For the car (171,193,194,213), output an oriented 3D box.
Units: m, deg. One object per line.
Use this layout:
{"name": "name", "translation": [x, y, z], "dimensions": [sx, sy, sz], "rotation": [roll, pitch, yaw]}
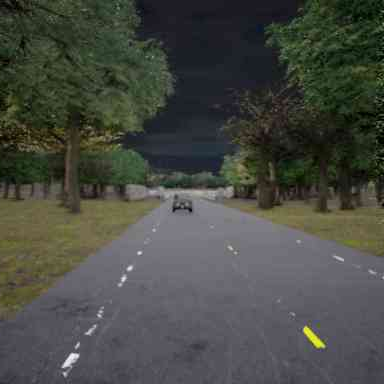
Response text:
{"name": "car", "translation": [-1.037, 1.132, 35.642], "dimensions": [2.150, 2.045, 5.566], "rotation": [1, 0, -2]}
